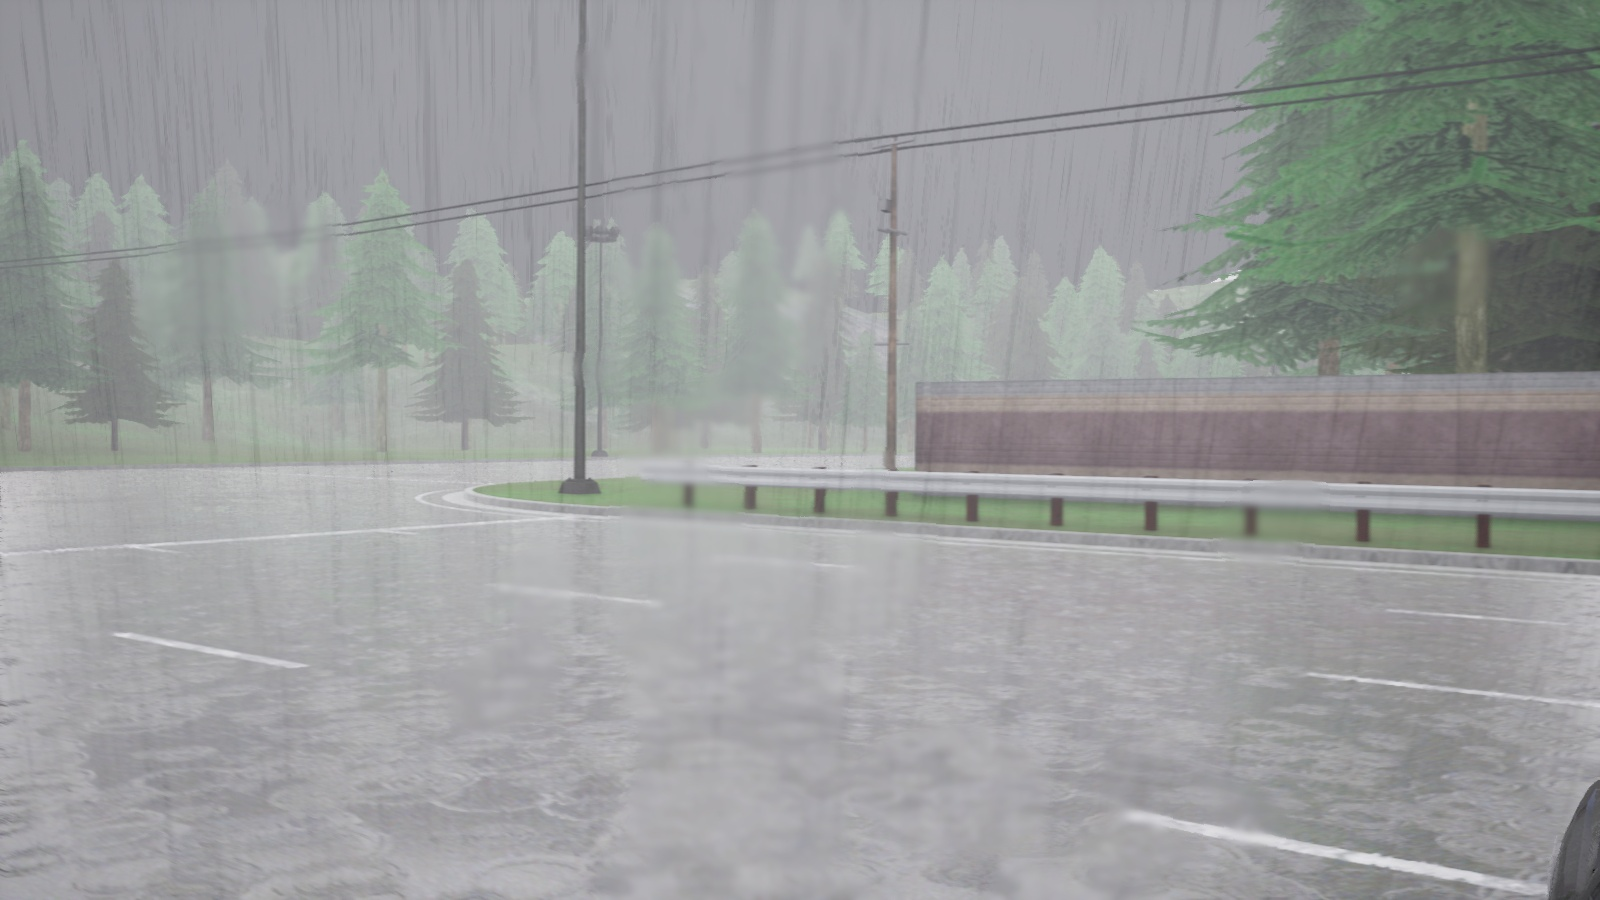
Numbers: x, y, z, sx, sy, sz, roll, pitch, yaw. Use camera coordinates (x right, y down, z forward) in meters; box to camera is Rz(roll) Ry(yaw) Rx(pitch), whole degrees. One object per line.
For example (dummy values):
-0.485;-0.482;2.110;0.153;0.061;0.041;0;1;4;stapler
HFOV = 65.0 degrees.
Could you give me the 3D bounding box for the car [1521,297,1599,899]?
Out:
3.217;0.580;1.485;3.988;1.617;1.851;0;1;34;car
